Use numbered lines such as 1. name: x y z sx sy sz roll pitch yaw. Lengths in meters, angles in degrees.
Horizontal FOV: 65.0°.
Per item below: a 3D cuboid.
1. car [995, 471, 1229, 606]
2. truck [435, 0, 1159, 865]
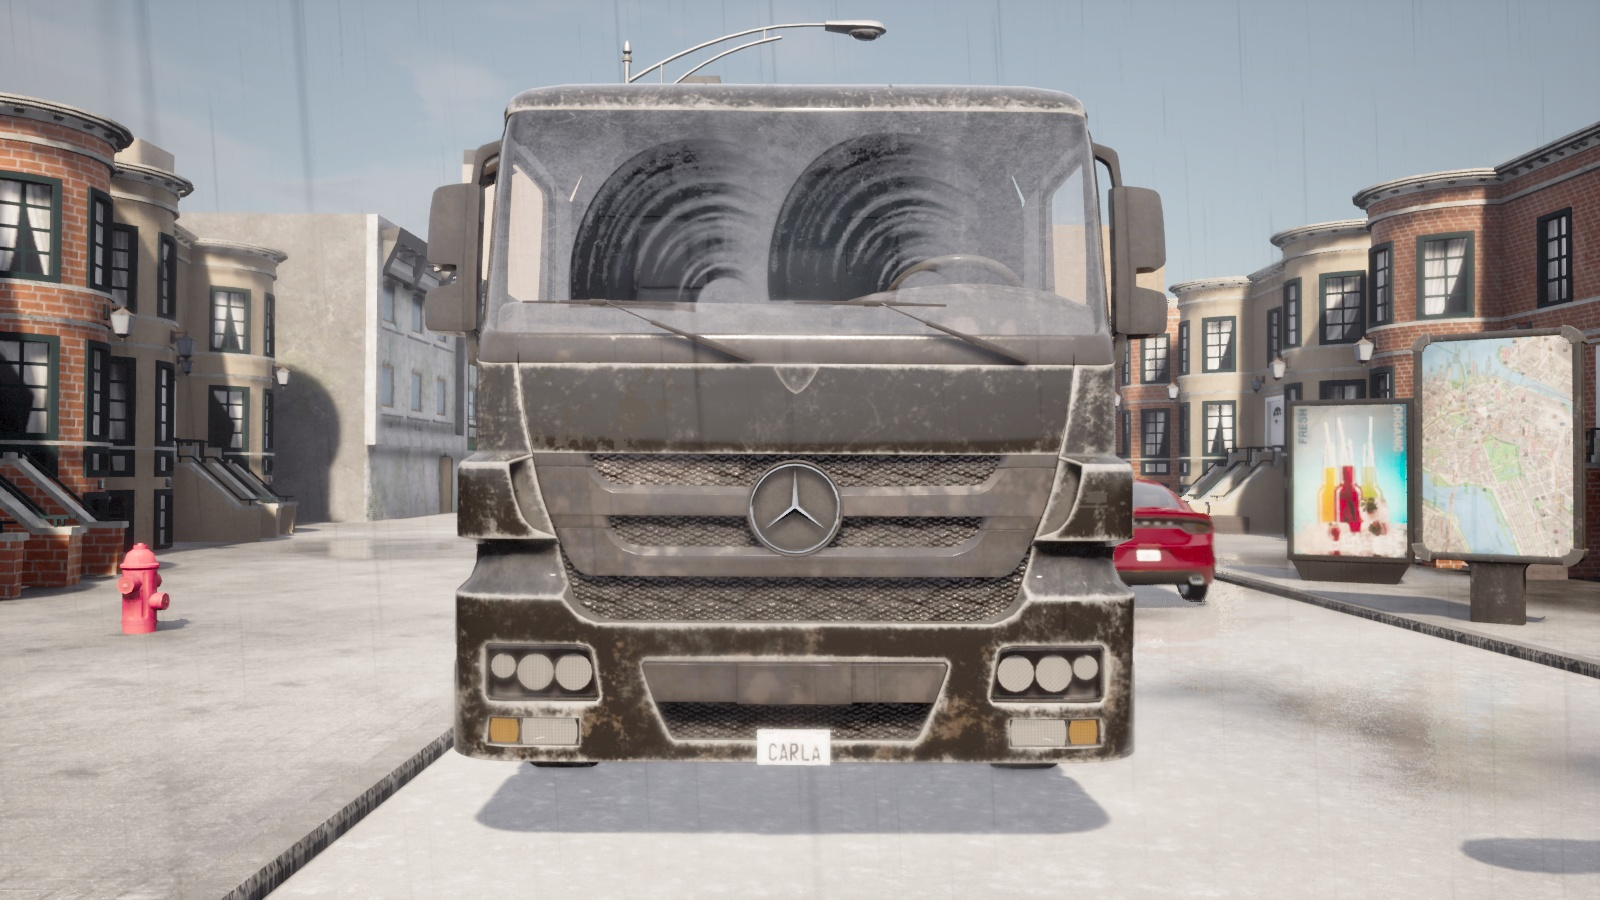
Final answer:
1. car: 3.956 1.059 16.879 1.882 1.535 5.008 0 -1 0
2. truck: -0.027 -0.016 9.012 2.891 3.462 7.936 0 -1 0
